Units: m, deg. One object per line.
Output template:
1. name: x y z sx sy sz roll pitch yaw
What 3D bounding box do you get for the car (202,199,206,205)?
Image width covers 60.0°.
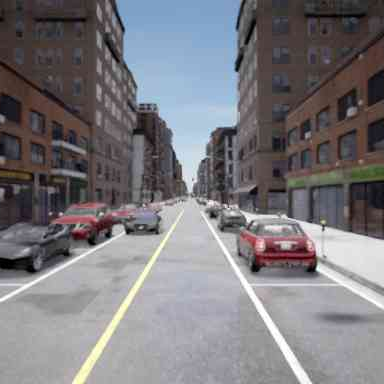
1. car: 2.637 2.101 45.518 1.752 1.417 4.829 0 -1 0

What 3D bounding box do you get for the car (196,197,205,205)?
1. car: 2.638 2.595 83.308 2.008 1.369 4.403 0 -1 0

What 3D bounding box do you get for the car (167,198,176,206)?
1. car: -5.391 2.529 77.901 2.008 1.369 4.403 0 -1 0

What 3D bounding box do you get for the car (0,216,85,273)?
1. car: -5.388 1.711 11.258 1.947 1.339 4.313 0 -1 0

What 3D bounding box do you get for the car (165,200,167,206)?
1. car: -5.388 2.196 51.028 2.008 1.369 4.403 0 -1 0

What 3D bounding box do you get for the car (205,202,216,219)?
1. car: 2.637 1.997 33.986 1.947 1.339 4.313 0 -1 0

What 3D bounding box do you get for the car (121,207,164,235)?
1. car: -2.849 1.826 20.582 1.994 1.385 4.181 0 -1 0

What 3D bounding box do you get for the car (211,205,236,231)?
1. car: 2.637 1.838 22.625 2.008 1.369 4.403 0 -1 0

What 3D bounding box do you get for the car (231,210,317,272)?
1. car: 2.637 1.584 11.265 1.967 1.590 4.097 0 -1 0

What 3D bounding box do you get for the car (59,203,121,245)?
1. car: -5.388 1.532 16.943 2.192 1.841 5.009 0 -1 0

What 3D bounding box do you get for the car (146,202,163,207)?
1. car: -5.388 2.156 45.346 1.802 1.307 4.206 0 -1 0

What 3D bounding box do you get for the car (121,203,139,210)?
1. car: -5.388 1.800 28.304 1.967 1.590 4.097 0 -1 0
